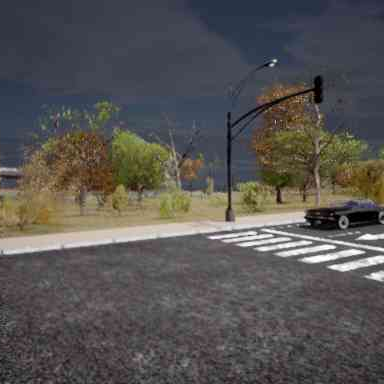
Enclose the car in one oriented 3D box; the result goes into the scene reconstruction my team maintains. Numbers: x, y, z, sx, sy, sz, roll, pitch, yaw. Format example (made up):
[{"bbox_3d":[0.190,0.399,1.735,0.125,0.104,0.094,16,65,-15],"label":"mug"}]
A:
[{"bbox_3d":[7.861,1.017,16.684,4.718,1.301,1.895,-2,2,-28],"label":"car"}]
